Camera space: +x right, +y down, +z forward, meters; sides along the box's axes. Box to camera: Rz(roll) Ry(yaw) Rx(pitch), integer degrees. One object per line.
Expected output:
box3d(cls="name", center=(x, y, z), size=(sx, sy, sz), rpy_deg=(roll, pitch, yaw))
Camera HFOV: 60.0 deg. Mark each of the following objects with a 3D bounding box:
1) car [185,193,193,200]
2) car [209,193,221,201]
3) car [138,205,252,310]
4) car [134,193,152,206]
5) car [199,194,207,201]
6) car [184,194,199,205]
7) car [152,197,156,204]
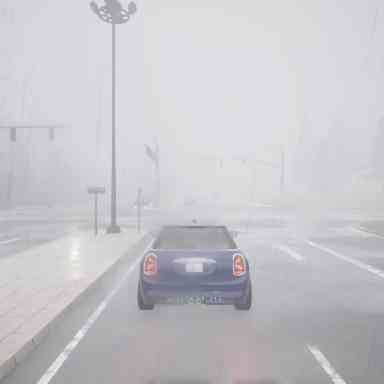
box3d(cls="car", center=(-0.942, 1.189, 95.643), size=(2.150, 2.045, 5.566), rpy_deg=(0, 0, -1))
box3d(cls="car", center=(6.241, 1.215, 85.084), size=(2.150, 2.045, 5.566), rpy_deg=(0, 0, -1))
box3d(cls="car", center=(0.060, 1.352, 7.964), size=(2.097, 1.767, 4.553), rpy_deg=(0, 0, 0))
box3d(cls="car", center=(-8.328, 1.351, 55.233), size=(2.097, 1.767, 4.553), rpy_deg=(0, 0, -1))
box3d(cls="car", center=(2.736, 1.513, 85.350), size=(1.812, 1.442, 4.674), rpy_deg=(0, 0, -1))
box3d(cls="car", center=(-0.235, 1.526, 54.784), size=(1.812, 1.442, 4.674), rpy_deg=(0, 0, -1))
box3d(cls="car", center=(-8.453, 1.564, 65.553), size=(1.994, 1.385, 4.181), rpy_deg=(0, 0, 0))
